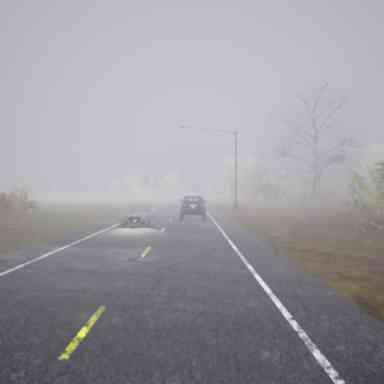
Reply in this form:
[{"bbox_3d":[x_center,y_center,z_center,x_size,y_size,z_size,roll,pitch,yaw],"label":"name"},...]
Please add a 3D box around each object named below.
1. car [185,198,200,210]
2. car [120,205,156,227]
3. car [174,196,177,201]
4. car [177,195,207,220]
[{"bbox_3d":[0.102,1.554,45.392,1.882,1.535,5.008,0,0,0],"label":"car"},{"bbox_3d":[-3.597,1.613,22.858,1.994,1.385,4.181,0,0,0],"label":"car"},{"bbox_3d":[-3.494,1.627,83.732,2.033,1.411,5.357,0,0,0],"label":"car"},{"bbox_3d":[0.099,1.279,28.843,2.150,2.045,5.566,0,0,0],"label":"car"}]
